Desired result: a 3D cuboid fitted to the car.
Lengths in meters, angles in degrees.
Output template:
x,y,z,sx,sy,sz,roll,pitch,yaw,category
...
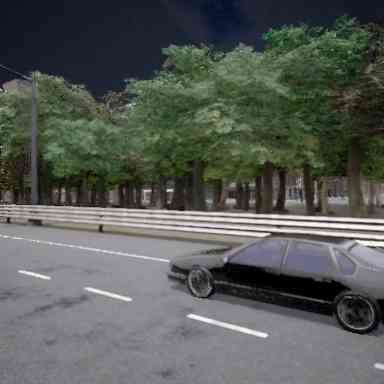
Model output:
x,y,z,sx,sy,sz,roll,pitch,yaw,category
2.011,1.550,6.735,5.357,1.411,2.033,0,0,36,car
